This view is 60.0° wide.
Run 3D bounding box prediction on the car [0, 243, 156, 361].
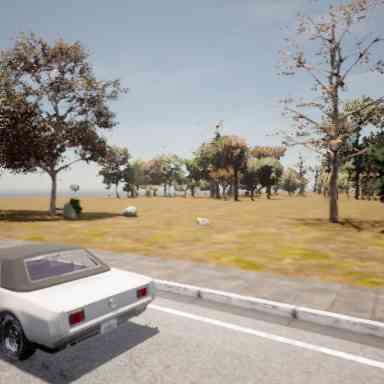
[{"bbox_3d":[-3.022,1.588,5.874,4.718,1.301,1.895,0,0,33],"label":"car"}]
